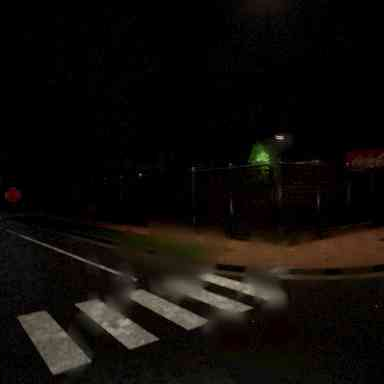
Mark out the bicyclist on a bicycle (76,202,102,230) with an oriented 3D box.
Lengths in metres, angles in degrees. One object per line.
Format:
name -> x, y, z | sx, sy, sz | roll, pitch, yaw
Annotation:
bicyclist on a bicycle -> -6.103, 1.417, 19.726 | 1.656, 1.620, 0.582 | -2, 0, -38
